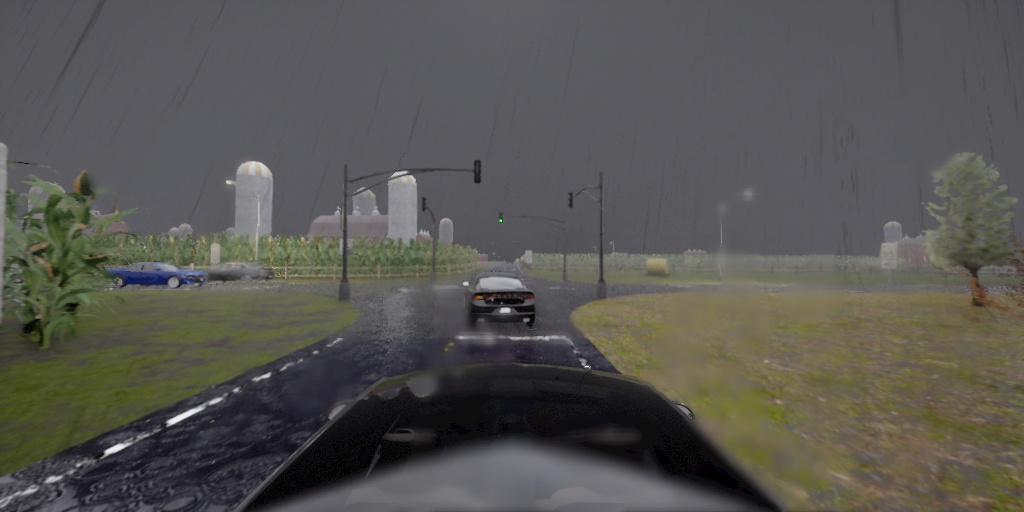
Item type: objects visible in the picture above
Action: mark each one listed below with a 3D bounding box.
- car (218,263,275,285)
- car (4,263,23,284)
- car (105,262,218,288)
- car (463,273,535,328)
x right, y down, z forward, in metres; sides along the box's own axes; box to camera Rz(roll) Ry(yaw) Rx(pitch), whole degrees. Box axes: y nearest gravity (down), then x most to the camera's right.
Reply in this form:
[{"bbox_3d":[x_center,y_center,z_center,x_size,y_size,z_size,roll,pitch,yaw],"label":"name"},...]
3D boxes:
[{"bbox_3d":[-19.606,1.255,25.437,4.902,1.511,2.128,0,-2,-3],"label":"car"},{"bbox_3d":[-30.763,1.052,21.146,5.008,1.535,1.882,0,-2,-3],"label":"car"},{"bbox_3d":[-21.305,1.130,21.662,5.008,1.535,1.882,1,-2,-3],"label":"car"},{"bbox_3d":[-0.559,1.282,11.832,1.882,1.535,5.008,0,0,-9],"label":"car"}]
